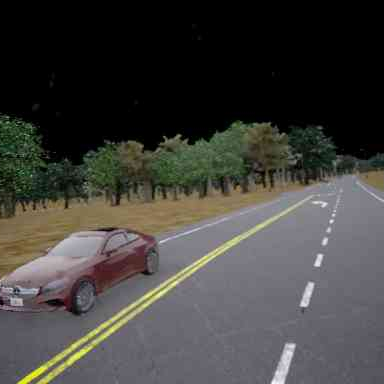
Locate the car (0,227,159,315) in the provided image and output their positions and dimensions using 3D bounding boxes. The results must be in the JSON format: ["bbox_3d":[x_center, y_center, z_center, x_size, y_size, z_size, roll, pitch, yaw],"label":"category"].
[{"bbox_3d":[-2.415,1.678,8.271,1.812,1.442,4.674,-4,0,21],"label":"car"}]
